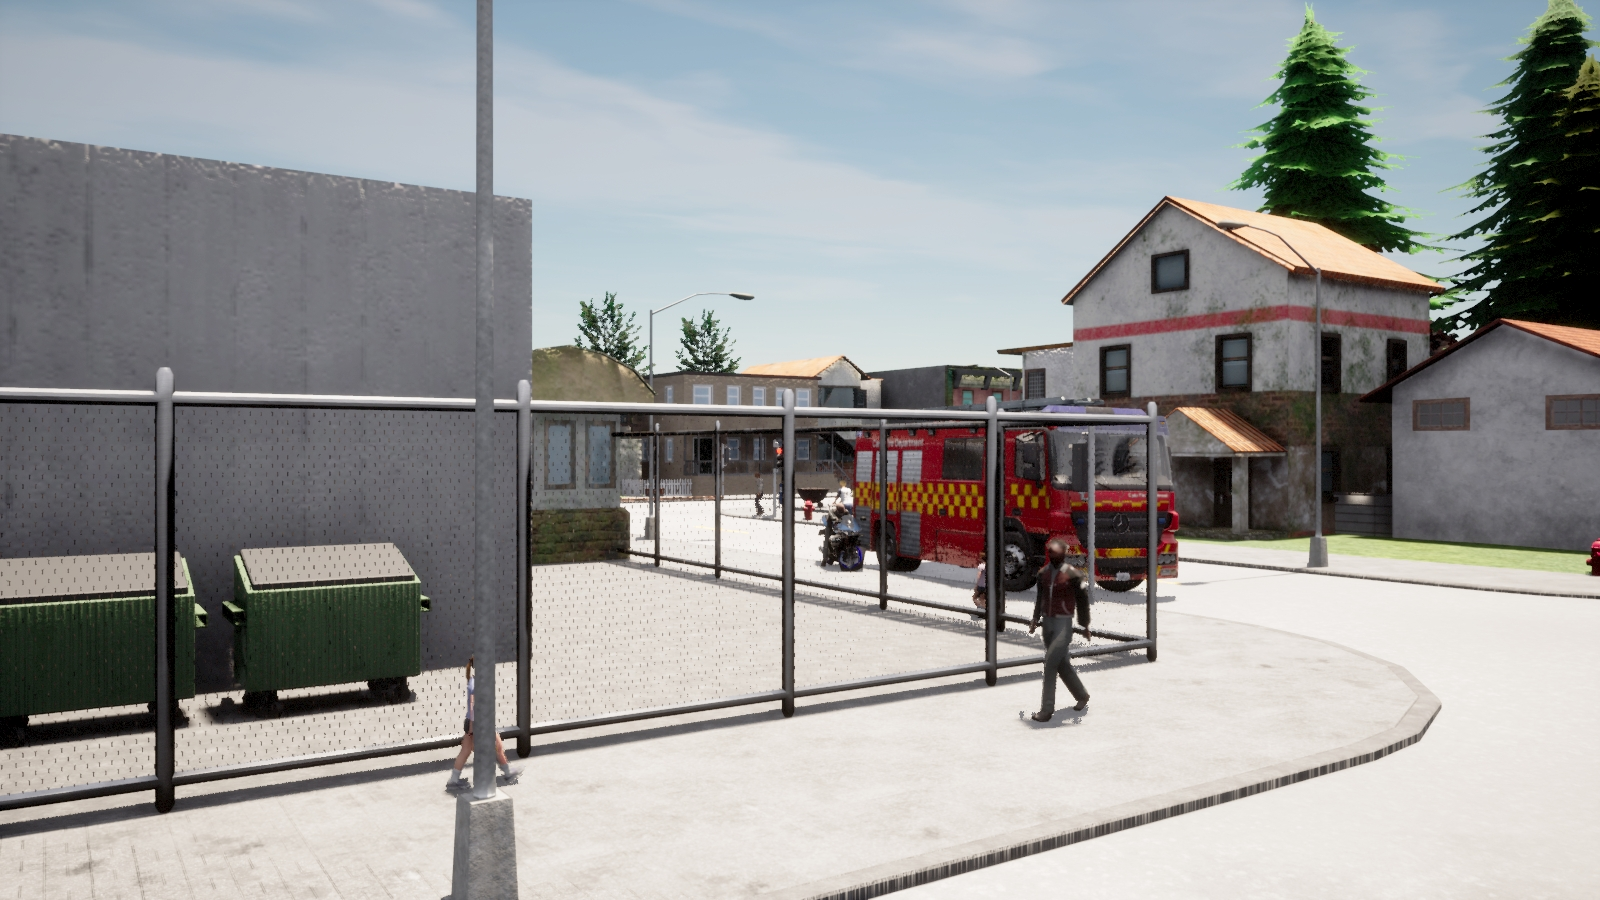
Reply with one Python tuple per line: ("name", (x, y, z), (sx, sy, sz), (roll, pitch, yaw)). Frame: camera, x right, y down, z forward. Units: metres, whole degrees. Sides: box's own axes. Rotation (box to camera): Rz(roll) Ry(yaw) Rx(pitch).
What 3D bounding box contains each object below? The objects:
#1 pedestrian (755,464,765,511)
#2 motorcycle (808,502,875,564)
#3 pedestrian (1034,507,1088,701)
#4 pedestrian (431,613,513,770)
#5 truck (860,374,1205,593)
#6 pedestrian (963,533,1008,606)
("pedestrian", (-1.628, 1.518, 46.320), (0.375, 1.860, 0.375), (0, 0, -11))
("motorcycle", (0.923, 1.872, 26.186), (0.867, 1.251, 2.209), (0, 0, -17))
("pedestrian", (2.606, 1.517, 11.420), (0.375, 1.860, 0.375), (0, 0, -42))
("pedestrian", (-2.607, 1.896, 9.069), (0.500, 1.100, 0.500), (0, 0, -33))
("truck", (4.478, 0.647, 24.442), (2.891, 3.827, 8.468), (1, -1, -23))
("pedestrian", (2.958, 1.895, 18.244), (0.500, 1.100, 0.500), (0, 0, -33))
